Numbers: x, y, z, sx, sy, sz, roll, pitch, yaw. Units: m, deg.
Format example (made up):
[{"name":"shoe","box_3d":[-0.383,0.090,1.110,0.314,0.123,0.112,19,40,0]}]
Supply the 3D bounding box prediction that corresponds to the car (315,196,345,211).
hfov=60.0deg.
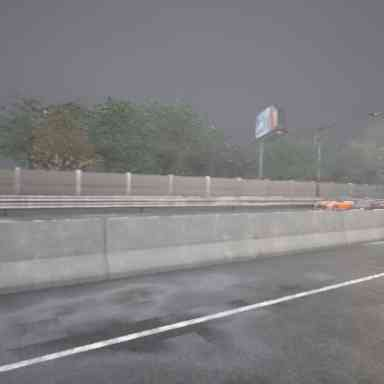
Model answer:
[{"name":"car","box_3d":[14.807,1.218,34.467,4.553,1.767,2.097,1,1,-34]}]

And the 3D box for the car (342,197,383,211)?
[{"name":"car","box_3d":[16.631,1.475,31.485,4.674,1.442,1.812,1,1,-34]}]
